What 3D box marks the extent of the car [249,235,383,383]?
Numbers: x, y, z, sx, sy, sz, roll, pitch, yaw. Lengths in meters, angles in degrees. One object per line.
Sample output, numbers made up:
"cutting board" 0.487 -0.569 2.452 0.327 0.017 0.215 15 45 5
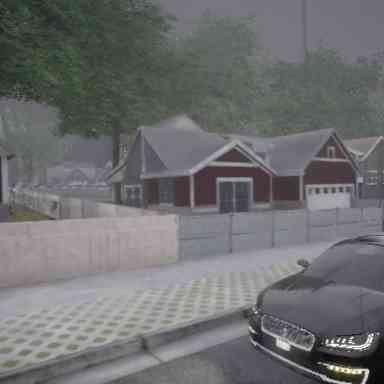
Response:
"car" 3.022 1.501 5.224 4.892 1.490 1.837 0 0 -35
